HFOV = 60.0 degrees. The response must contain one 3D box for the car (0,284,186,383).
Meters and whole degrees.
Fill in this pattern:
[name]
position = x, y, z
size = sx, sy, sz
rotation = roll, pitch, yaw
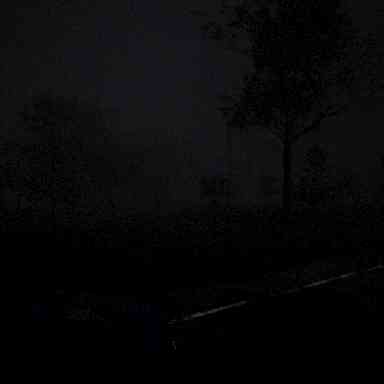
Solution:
[car]
position = -2.213, 1.525, 2.301
size = 4.674, 1.442, 1.812
rotation = 0, 0, -36
